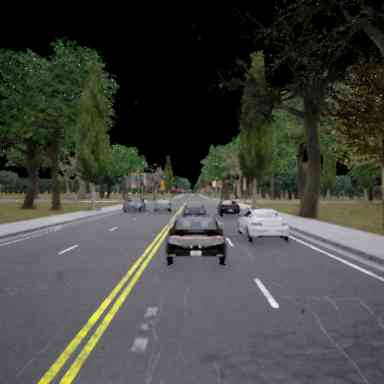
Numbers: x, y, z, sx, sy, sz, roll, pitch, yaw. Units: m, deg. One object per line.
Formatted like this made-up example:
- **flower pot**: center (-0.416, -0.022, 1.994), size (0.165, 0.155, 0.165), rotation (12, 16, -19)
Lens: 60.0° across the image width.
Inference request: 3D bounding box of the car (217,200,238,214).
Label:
- **car**: center (3.478, 1.500, 32.258), size (1.882, 1.535, 5.008), rotation (0, 0, 0)

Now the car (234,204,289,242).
- **car**: center (3.408, 1.528, 16.336), size (1.812, 1.442, 4.674), rotation (0, 0, 0)

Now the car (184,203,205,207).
- **car**: center (0.212, 1.618, 29.148), size (1.895, 1.301, 4.718), rotation (0, 0, 0)

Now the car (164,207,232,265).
- **car**: center (0.126, 1.490, 11.679), size (2.128, 1.511, 4.902), rotation (0, 0, 0)

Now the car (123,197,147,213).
- **car**: center (-6.437, 1.379, 37.646), size (2.097, 1.767, 4.553), rotation (0, 0, 0)

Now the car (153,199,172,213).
- **car**: center (-3.190, 1.553, 37.221), size (1.812, 1.442, 4.674), rotation (0, 0, 0)
